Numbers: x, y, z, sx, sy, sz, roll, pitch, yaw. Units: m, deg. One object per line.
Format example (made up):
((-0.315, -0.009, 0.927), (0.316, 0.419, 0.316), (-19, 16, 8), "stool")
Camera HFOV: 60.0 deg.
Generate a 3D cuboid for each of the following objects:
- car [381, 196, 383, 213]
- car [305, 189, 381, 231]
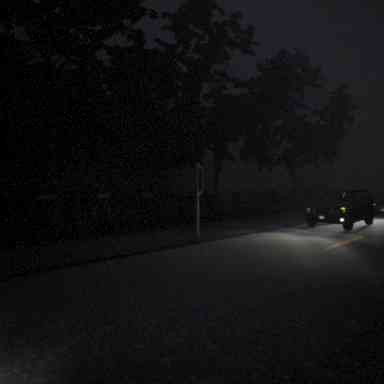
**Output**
((15.389, 0.990, 25.612), (2.128, 1.511, 4.902), (1, 1, 45), "car")
((8.374, 0.866, 18.529), (2.150, 2.045, 5.566), (1, 1, 44), "car")
